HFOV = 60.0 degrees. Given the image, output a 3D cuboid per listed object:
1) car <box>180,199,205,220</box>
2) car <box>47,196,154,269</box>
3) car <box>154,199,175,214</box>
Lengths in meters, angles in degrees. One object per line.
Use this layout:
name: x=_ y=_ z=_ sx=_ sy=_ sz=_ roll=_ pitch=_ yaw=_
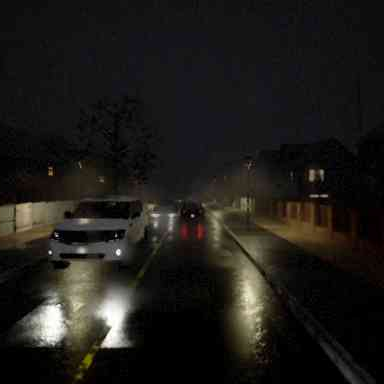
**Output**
car: x=0.061 y=1.513 z=27.302 sx=1.895 sy=1.301 sz=4.718 roll=0 pitch=0 yaw=1
car: x=-2.831 y=1.171 z=11.347 sx=2.150 sy=2.045 sz=5.566 roll=0 pitch=0 yaw=0
car: x=-2.827 y=1.434 z=34.695 sx=1.812 sy=1.442 sz=4.674 roll=0 pitch=0 yaw=0
